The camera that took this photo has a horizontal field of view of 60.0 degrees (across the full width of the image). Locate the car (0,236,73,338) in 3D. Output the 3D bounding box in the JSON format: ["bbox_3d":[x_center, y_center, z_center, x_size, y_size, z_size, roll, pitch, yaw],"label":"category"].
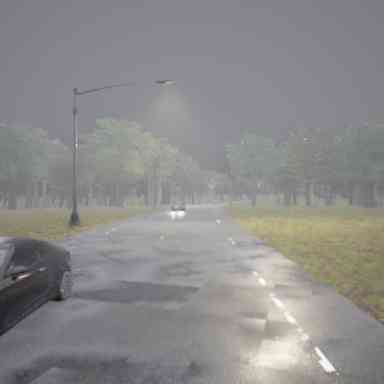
[{"bbox_3d":[-3.559,1.557,5.721,1.812,1.442,4.674,0,0,0],"label":"car"}]

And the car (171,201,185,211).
[{"bbox_3d":[-2.048,2.044,49.591,2.128,1.511,4.902,0,-1,4],"label":"car"}]
